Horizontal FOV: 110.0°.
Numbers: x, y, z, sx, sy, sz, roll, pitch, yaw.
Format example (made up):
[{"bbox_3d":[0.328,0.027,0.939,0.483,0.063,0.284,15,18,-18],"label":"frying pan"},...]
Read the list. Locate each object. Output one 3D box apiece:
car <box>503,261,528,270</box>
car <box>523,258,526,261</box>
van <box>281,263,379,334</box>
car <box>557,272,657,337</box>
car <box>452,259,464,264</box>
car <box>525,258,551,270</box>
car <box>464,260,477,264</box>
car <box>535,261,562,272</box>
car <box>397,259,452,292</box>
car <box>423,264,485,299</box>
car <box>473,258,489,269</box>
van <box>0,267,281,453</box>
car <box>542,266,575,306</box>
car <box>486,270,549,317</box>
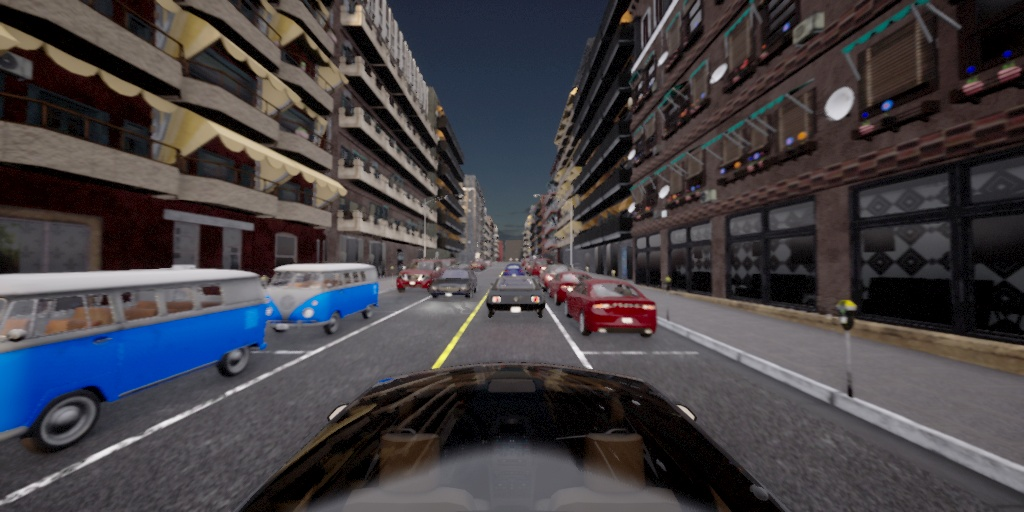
[{"bbox_3d":[0.174,1.374,30.927,1.812,1.442,4.674,0,0,0],"label":"car"},{"bbox_3d":[2.638,1.347,43.479,1.967,1.591,4.097,0,0,0],"label":"car"},{"bbox_3d":[-5.297,1.108,10.376,1.690,1.789,3.998,0,0,0],"label":"van"},{"bbox_3d":[2.586,1.323,10.294,1.888,1.381,4.507,0,0,0],"label":"car"},{"bbox_3d":[-5.253,1.140,26.966,2.192,1.841,5.009,0,0,0],"label":"car"},{"bbox_3d":[2.609,1.172,32.416,2.192,1.841,5.009,0,0,0],"label":"car"},{"bbox_3d":[-5.224,1.437,38.028,1.948,1.339,4.313,0,0,0],"label":"car"},{"bbox_3d":[2.622,1.256,21.355,1.967,1.591,4.097,0,0,0],"label":"car"},{"bbox_3d":[-5.268,1.120,21.436,2.192,1.841,5.009,0,0,0],"label":"car"},{"bbox_3d":[-2.799,1.346,18.542,2.033,1.411,5.357,0,0,0],"label":"car"},{"bbox_3d":[-5.181,1.268,54.617,2.192,1.841,5.009,0,0,0],"label":"car"},{"bbox_3d":[-5.311,1.091,4.845,1.690,1.789,3.998,0,0,0],"label":"van"},{"bbox_3d":[2.600,1.341,15.823,1.888,1.381,4.507,0,0,0],"label":"car"},{"bbox_3d":[0.128,1.385,13.324,1.895,1.301,4.718,0,0,0],"label":"car"}]
